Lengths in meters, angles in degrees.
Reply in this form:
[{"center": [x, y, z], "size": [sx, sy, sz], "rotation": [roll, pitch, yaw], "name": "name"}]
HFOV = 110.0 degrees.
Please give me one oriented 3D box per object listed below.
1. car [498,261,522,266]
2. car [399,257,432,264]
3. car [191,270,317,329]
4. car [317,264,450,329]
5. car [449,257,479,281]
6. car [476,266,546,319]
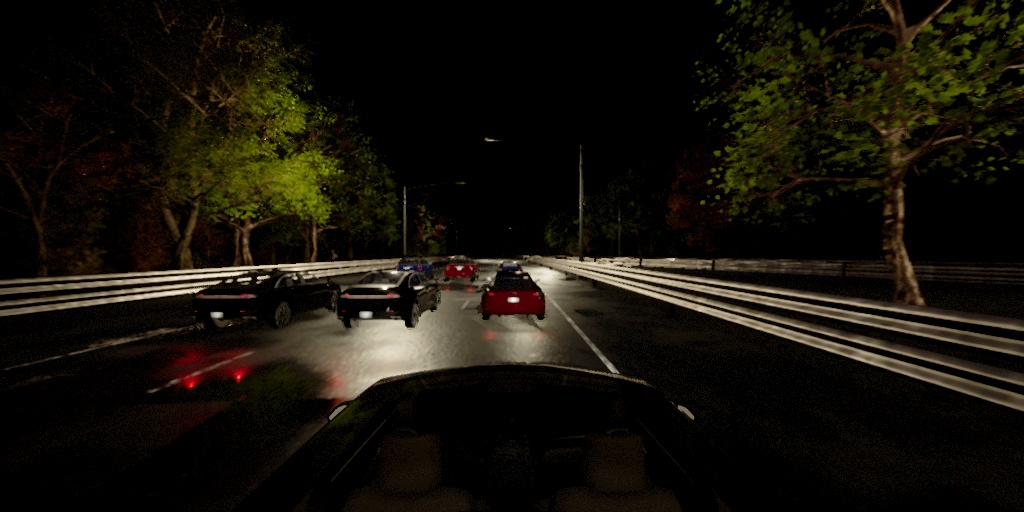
[{"center": [-0.159, 1.087, 27.671], "size": [1.994, 1.385, 4.181], "rotation": [0, 0, -1], "name": "car"}, {"center": [-7.147, 0.885, 26.715], "size": [2.097, 1.767, 4.553], "rotation": [0, 0, -1], "name": "car"}, {"center": [-6.959, 1.159, 10.875], "size": [2.128, 1.511, 4.902], "rotation": [0, 0, 0], "name": "car"}, {"center": [-3.458, 1.158, 10.889], "size": [2.128, 1.511, 4.902], "rotation": [0, 0, 0], "name": "car"}, {"center": [-3.648, 0.883, 26.769], "size": [2.097, 1.767, 4.553], "rotation": [0, 0, -1], "name": "car"}, {"center": [0.033, 1.217, 12.348], "size": [1.994, 1.385, 4.181], "rotation": [0, 1, 0], "name": "car"}]
